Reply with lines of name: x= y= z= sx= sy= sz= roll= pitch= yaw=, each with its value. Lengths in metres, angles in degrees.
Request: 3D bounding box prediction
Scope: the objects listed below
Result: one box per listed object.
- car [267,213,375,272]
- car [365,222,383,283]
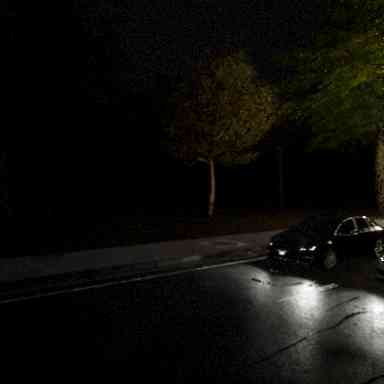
car: x=4.546 y=1.493 z=10.931 sx=4.892 sy=1.490 sz=1.837 roll=0 pitch=0 yaw=-36
car: x=6.481 y=1.513 z=8.319 sx=4.674 sy=1.442 sz=1.812 roll=0 pitch=0 yaw=-36
